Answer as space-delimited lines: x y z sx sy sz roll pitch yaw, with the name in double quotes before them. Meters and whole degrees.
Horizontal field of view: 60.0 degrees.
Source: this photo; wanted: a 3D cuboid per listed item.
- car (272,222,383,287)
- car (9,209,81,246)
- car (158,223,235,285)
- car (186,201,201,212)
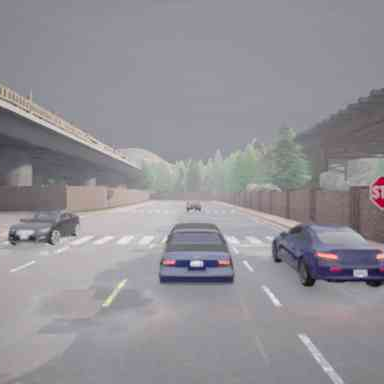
"car" 3.602 1.585 9.405 1.812 1.442 4.674 0 0 0
"car" -6.853 1.591 15.995 2.128 1.511 4.902 0 0 -1
"car" 0.104 1.608 9.682 2.033 1.411 5.357 0 0 0
"car" 0.210 1.872 43.741 1.895 1.301 4.718 0 0 -1
